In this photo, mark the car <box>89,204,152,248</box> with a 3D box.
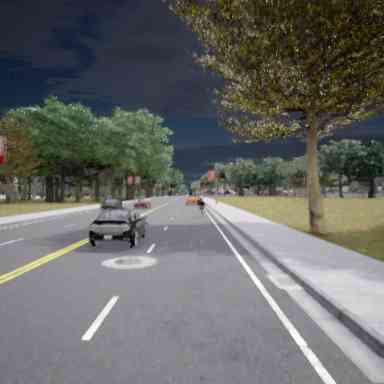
[{"bbox_3d":[-3.145,1.488,14.881,2.128,1.511,4.902,0,0,0],"label":"car"}]

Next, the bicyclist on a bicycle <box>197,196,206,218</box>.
[{"bbox_3d":[0.901,1.369,29.497,0.659,1.776,1.843,0,0,0],"label":"bicyclist on a bicycle"}]

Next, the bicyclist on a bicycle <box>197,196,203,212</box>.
[{"bbox_3d":[0.903,1.373,38.697,0.659,1.776,1.843,0,0,0],"label":"bicyclist on a bicycle"}]

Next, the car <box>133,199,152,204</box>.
[{"bbox_3d":[-6.561,1.606,44.301,1.895,1.301,4.718,0,0,0],"label":"car"}]

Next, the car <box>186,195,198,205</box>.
[{"bbox_3d":[0.066,1.366,59.093,2.097,1.767,4.553,0,0,1],"label":"car"}]

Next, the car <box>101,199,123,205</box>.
[{"bbox_3d":[-9.826,1.551,41.127,2.033,1.411,5.357,0,0,0],"label":"car"}]

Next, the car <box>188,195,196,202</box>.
[{"bbox_3d":[0.019,1.530,75.378,1.837,1.490,4.892,0,0,0],"label":"car"}]
